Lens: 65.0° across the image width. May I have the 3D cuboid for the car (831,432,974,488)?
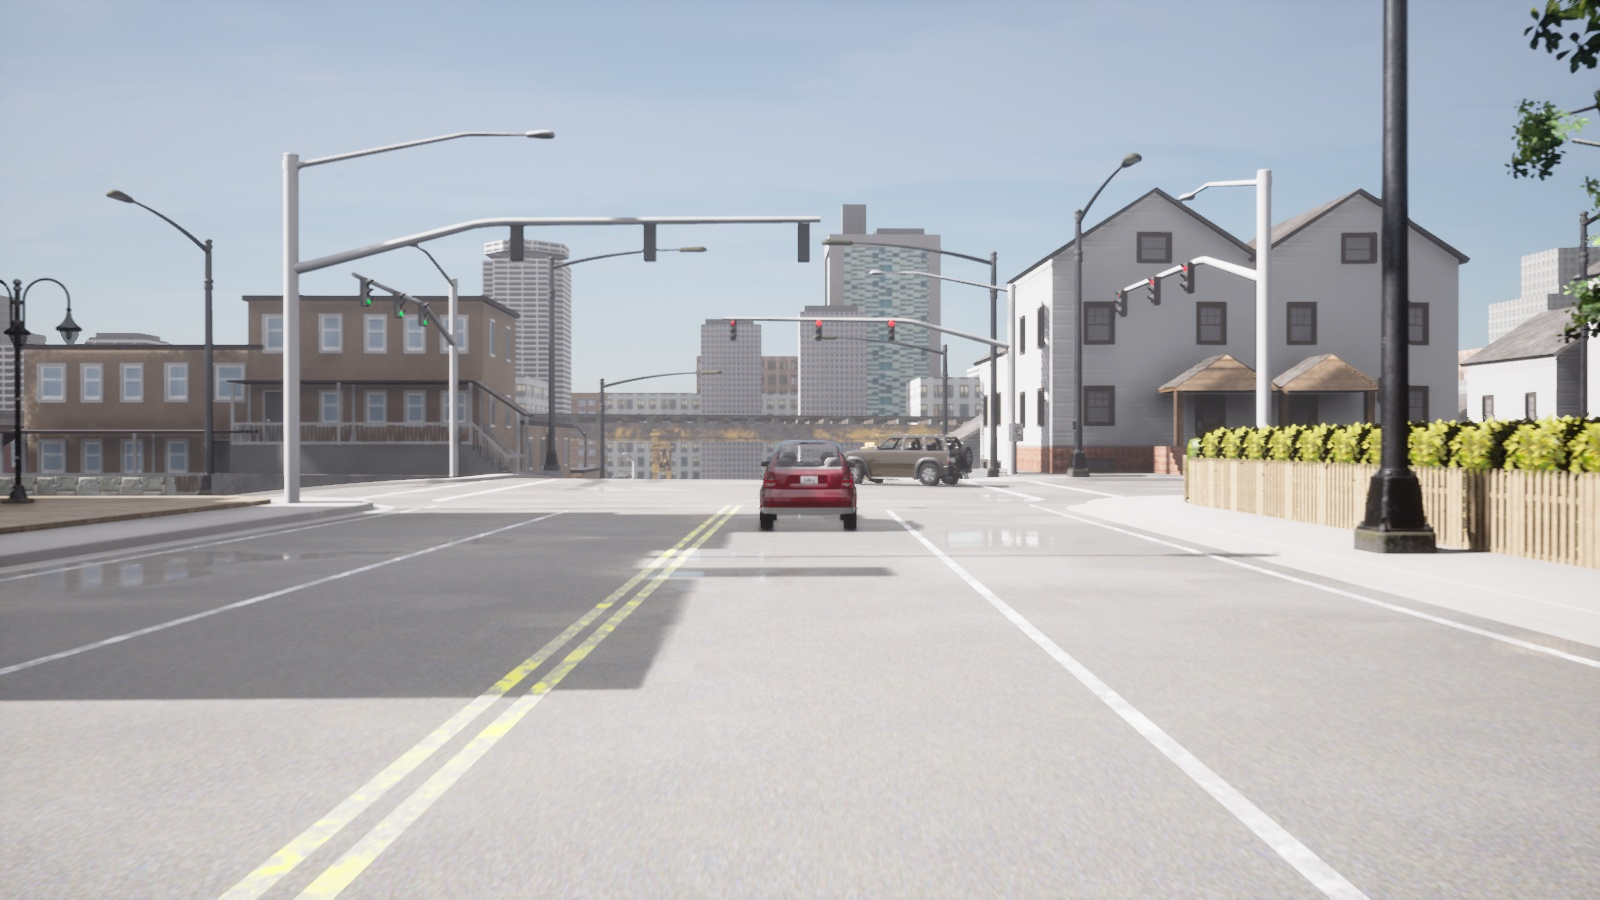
[{"bbox_3d":[3.547,0.308,43.710,4.605,1.855,1.932,1,1,31],"label":"car"}]

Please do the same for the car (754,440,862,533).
[{"bbox_3d":[0.150,0.597,22.738,1.789,1.549,3.705,0,0,0],"label":"car"}]
